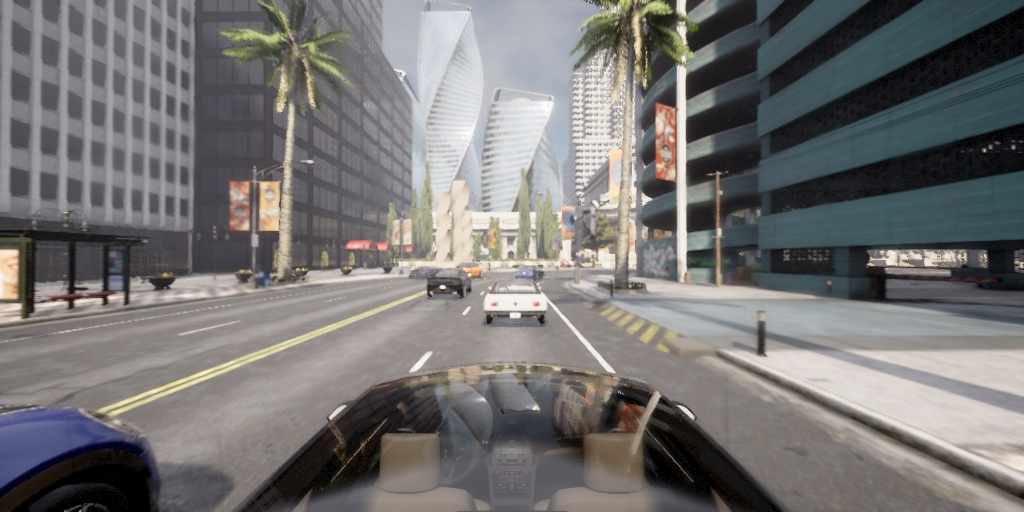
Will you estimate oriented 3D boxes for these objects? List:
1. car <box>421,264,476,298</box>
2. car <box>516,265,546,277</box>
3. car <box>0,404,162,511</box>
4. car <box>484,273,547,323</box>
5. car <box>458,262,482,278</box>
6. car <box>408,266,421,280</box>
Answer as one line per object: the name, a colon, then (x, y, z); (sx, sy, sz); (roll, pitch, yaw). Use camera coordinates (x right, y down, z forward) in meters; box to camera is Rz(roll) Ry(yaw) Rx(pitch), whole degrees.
car: (-3.375, 1.403, 20.017); (1.882, 1.535, 5.008); (0, -1, 0)
car: (1.875, 1.610, 34.454); (2.033, 1.411, 5.357); (0, -1, 18)
car: (-3.401, 1.091, 0.486); (2.097, 1.767, 4.553); (0, 0, 0)
car: (0.103, 1.455, 12.621); (1.895, 1.301, 4.718); (0, -1, 0)
car: (-4.764, 1.434, 36.452); (2.097, 1.767, 4.553); (0, -1, 20)
car: (-8.570, 1.641, 35.868); (1.994, 1.385, 4.181); (0, -1, 16)
